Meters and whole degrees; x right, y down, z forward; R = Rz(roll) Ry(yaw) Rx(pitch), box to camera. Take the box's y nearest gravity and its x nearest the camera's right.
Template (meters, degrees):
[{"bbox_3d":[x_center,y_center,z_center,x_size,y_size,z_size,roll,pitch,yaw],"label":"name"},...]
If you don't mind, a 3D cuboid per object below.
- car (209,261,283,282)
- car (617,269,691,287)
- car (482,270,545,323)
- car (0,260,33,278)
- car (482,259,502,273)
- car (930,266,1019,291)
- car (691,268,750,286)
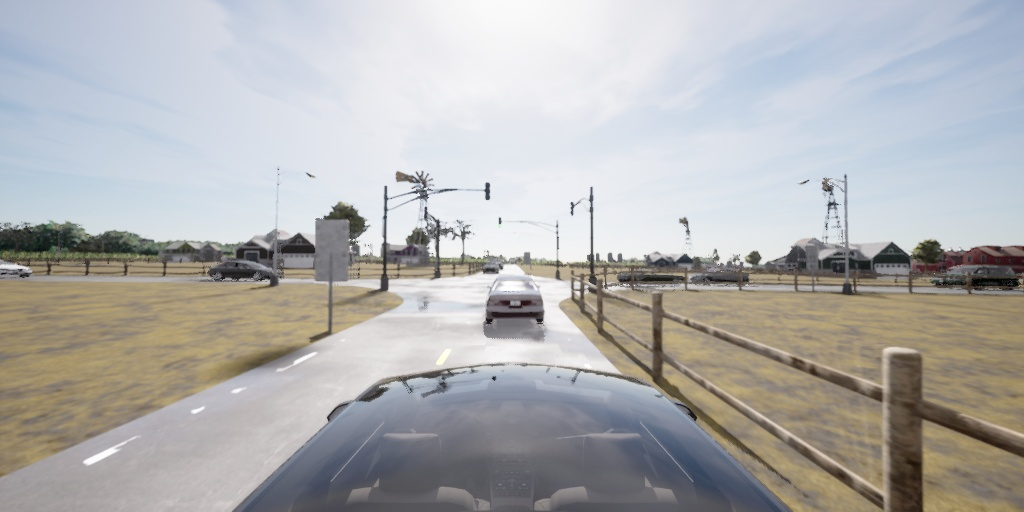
[{"bbox_3d":[-20.059,1.153,27.120,4.892,1.490,1.837,1,-2,0],"label":"car"},{"bbox_3d":[10.567,1.648,27.143,4.718,1.301,1.895,1,-2,-7],"label":"car"},{"bbox_3d":[0.060,1.373,12.483,2.033,1.411,5.357,0,0,-1],"label":"car"},{"bbox_3d":[-39.470,0.963,27.160,4.674,1.442,1.812,1,-2,0],"label":"car"},{"bbox_3d":[-2.845,1.506,48.747,2.097,1.767,4.553,0,-1,0],"label":"car"},{"bbox_3d":[39.534,1.868,30.715,5.566,2.045,2.150,1,-2,0],"label":"car"},{"bbox_3d":[17.622,1.767,30.762,4.902,1.511,2.128,1,-2,-1],"label":"car"}]
